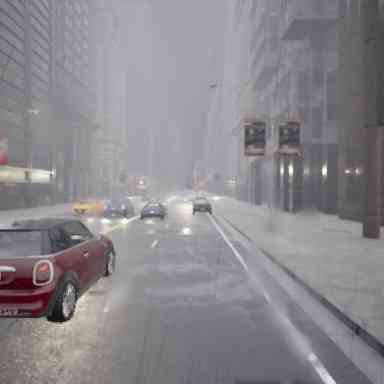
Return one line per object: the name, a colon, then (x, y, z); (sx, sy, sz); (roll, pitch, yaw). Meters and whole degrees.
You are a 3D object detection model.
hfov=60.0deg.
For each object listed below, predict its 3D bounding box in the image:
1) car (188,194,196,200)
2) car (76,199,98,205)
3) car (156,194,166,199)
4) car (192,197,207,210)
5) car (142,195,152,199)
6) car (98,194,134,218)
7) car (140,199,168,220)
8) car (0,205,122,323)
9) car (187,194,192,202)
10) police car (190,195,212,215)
car: (0.002, 1.287, 84.585); (1.882, 1.535, 5.008); (0, 0, 0)
car: (-9.832, 1.449, 31.700); (1.882, 1.535, 5.008); (0, 0, 0)
car: (-6.498, 1.253, 70.823); (1.837, 1.490, 4.892); (0, 0, 0)
car: (0.975, 1.467, 43.148); (1.837, 1.490, 4.892); (0, 0, 0)
car: (-9.748, 1.352, 72.281); (1.837, 1.490, 4.892); (0, 0, 0)
car: (-6.586, 1.324, 30.096); (2.097, 1.767, 4.553); (0, 0, 0)
car: (-3.149, 1.539, 28.222); (1.994, 1.385, 4.181); (0, 0, 0)
car: (-3.152, 1.346, 7.351); (2.097, 1.767, 4.553); (0, 0, 0)
car: (0.003, 1.275, 69.048); (1.812, 1.442, 4.674); (0, 0, 0)
police car: (0.976, 1.396, 33.257); (1.930, 1.638, 5.238); (0, 0, 0)
